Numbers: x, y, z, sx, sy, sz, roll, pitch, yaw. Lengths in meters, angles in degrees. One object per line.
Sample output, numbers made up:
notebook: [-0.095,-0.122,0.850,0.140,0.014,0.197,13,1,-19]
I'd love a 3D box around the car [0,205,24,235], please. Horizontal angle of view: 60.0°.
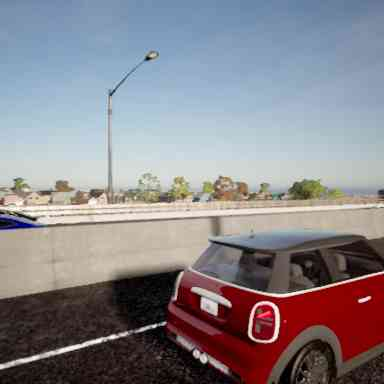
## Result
car: [-11.580,1.501,17.220,4.892,1.490,1.837,0,0,-35]

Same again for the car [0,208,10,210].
car: [-9.272,1.501,14.567,4.892,1.490,1.837,0,0,-35]

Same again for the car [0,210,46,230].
car: [-7.500,1.523,11.547,4.674,1.442,1.812,0,0,-35]

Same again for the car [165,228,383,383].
car: [1.932,1.349,5.106,4.553,1.767,2.097,0,0,-35]
